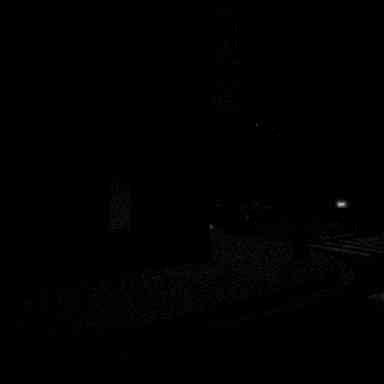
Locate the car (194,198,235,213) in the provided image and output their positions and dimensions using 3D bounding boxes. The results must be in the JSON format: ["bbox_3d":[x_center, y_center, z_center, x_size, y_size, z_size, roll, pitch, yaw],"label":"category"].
[{"bbox_3d":[2.146,1.320,33.109,1.802,1.307,4.206,1,0,-36],"label":"car"}]

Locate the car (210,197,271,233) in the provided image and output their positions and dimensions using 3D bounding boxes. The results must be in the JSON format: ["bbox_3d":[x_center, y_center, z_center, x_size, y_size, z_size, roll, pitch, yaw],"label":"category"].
[{"bbox_3d":[1.739,1.208,19.234,2.192,1.841,5.009,1,0,-36],"label":"car"}]

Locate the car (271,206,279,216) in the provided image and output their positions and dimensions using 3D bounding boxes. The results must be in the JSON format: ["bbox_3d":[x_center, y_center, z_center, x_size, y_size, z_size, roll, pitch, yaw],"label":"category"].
[{"bbox_3d":[5.283,1.339,28.822,1.752,1.417,4.829,1,0,-36],"label":"car"}]
